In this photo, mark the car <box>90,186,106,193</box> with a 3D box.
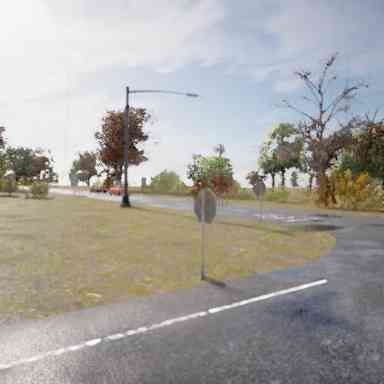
[{"bbox_3d":[-17.000,-0.426,60.333,1.895,1.301,4.718,0,2,-36],"label":"car"}]

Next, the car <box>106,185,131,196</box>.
[{"bbox_3d":[-11.377,-0.364,52.477,2.097,1.767,4.553,0,2,-36],"label":"car"}]
